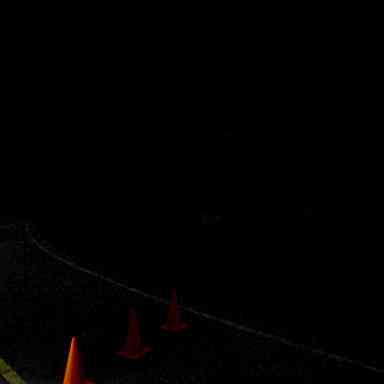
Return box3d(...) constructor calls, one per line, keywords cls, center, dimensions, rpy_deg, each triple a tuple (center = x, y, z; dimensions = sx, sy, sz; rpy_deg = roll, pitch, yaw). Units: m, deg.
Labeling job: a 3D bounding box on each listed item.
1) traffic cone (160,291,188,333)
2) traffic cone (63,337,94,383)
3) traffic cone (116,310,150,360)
box3d(cls="traffic cone", center=(-0.293, 1.932, 5.477), dimensions=(0.340, 0.580, 0.340), rpy_deg=(1, 1, 31))
box3d(cls="traffic cone", center=(-1.331, 1.945, 3.775), dimensions=(0.340, 0.580, 0.340), rpy_deg=(1, 1, 31))
box3d(cls="traffic cone", center=(-0.812, 1.938, 4.626), dimensions=(0.340, 0.580, 0.340), rpy_deg=(1, 1, 31))
